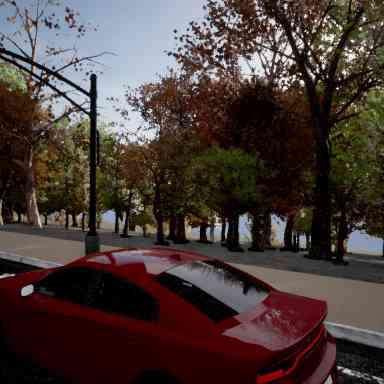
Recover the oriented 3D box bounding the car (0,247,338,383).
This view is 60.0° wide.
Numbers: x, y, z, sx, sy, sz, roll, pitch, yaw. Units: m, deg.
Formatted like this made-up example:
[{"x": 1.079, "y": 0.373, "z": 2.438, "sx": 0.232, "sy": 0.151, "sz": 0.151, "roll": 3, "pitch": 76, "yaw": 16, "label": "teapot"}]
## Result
[{"x": -0.859, "y": 1.477, "z": 4.289, "sx": 5.008, "sy": 1.535, "sz": 1.882, "roll": 0, "pitch": 0, "yaw": 35, "label": "car"}]
